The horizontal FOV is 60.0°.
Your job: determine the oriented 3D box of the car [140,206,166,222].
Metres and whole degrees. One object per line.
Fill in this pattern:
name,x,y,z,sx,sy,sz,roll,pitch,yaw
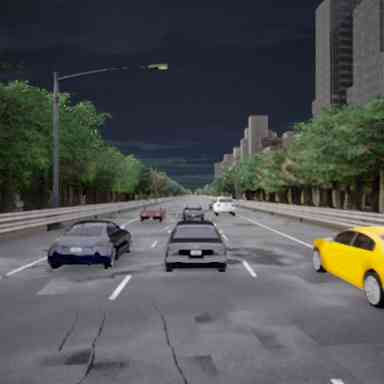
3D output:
car,-3.372,1.907,29.549,1.895,1.301,4.718,0,-1,0

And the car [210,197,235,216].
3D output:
car,3.618,1.617,37.829,2.150,2.045,5.566,0,-1,0

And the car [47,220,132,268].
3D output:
car,-3.392,1.685,11.759,1.994,1.385,4.181,0,-1,0

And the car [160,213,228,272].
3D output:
car,0.107,1.665,11.224,2.033,1.411,5.357,0,-1,0

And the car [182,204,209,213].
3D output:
car,0.127,1.807,30.181,2.128,1.511,4.902,0,-1,0

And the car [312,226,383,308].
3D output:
car,4.556,1.566,8.133,1.882,1.535,5.008,0,-1,0
